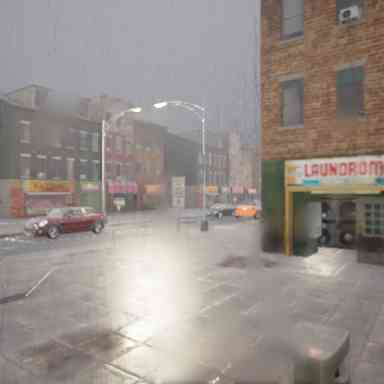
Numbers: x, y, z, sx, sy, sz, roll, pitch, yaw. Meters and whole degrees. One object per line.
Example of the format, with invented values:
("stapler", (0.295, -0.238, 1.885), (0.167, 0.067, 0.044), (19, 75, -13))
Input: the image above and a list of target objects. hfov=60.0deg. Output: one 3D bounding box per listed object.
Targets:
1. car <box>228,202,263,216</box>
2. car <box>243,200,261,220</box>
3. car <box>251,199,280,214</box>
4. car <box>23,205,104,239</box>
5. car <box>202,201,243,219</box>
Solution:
("car", (5.770, 1.766, 35.573), (1.887, 1.381, 4.507), (-1, -1, 35))
("car", (5.881, 1.540, 30.999), (2.097, 1.767, 4.553), (0, -1, 35))
("car", (8.915, 1.693, 40.005), (1.967, 1.590, 4.097), (-1, -1, 35))
("car", (-6.811, 1.539, 17.850), (1.967, 1.590, 4.097), (-1, -1, 35))
("car", (2.625, 1.741, 31.142), (2.008, 1.369, 4.403), (-1, -1, 35))
